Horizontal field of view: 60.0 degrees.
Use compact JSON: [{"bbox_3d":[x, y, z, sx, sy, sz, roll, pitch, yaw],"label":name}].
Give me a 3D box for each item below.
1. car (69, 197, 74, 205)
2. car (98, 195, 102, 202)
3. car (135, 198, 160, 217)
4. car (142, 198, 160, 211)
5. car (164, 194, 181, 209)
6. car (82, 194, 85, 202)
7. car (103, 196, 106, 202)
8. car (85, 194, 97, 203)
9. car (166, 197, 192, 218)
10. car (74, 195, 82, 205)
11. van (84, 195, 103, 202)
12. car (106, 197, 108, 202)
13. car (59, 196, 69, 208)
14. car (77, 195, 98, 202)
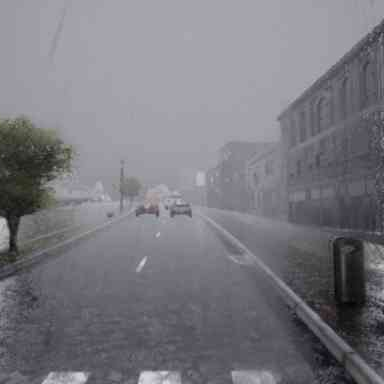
[{"bbox_3d":[-19.960,1.384,47.626,4.892,1.521,2.231,0,0,-28],"label":"car"},{"bbox_3d":[-24.399,1.659,77.063,5.366,1.575,1.946,0,-1,-29],"label":"car"},{"bbox_3d":[-4.119,1.348,31.316,2.097,1.767,4.553,1,0,-5],"label":"car"},{"bbox_3d":[-5.200,1.571,42.130,2.033,1.411,5.357,1,0,-7],"label":"car"},{"bbox_3d":[-2.478,1.289,44.767,2.150,2.045,5.566,1,0,-7],"label":"car"},{"bbox_3d":[-21.313,1.411,56.398,5.008,1.535,2.097,0,0,-29],"label":"car"},{"bbox_3d":[-25.930,1.607,85.809,5.566,2.045,2.435,1,-2,-29],"label":"car"},{"bbox_3d":[-23.622,1.560,71.089,5.008,1.535,2.097,0,-1,-29],"label":"car"},{"bbox_3d":[-1.073,1.513,30.877,2.128,1.511,4.902,1,0,-5],"label":"car"},{"bbox_3d":[-20.855,1.399,53.471,5.008,1.535,2.097,0,0,-29],"label":"car"},{"bbox_3d":[-26.317,1.710,88.786,4.442,1.987,1.878,1,-2,-29],"label":"van"},{"bbox_3d":[-26.904,1.765,91.652,5.566,2.045,2.435,1,-2,-29],"label":"car"},{"bbox_3d":[-19.554,1.378,44.695,4.892,1.521,2.231,0,0,-27],"label":"car"},{"bbox_3d":[-25.051,1.595,79.894,4.553,1.767,2.185,0,-1,-29],"label":"car"}]
